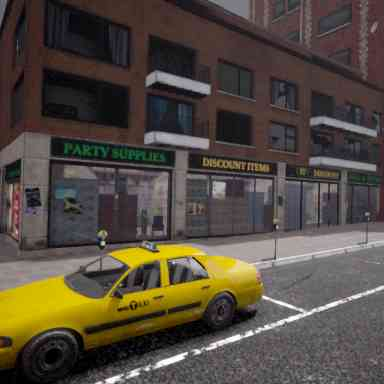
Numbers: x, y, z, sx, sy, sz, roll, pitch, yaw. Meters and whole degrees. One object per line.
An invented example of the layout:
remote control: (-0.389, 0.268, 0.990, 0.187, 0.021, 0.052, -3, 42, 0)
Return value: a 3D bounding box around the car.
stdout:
car: (-0.940, 1.527, 5.401, 4.829, 1.417, 1.752, 0, 2, -35)
